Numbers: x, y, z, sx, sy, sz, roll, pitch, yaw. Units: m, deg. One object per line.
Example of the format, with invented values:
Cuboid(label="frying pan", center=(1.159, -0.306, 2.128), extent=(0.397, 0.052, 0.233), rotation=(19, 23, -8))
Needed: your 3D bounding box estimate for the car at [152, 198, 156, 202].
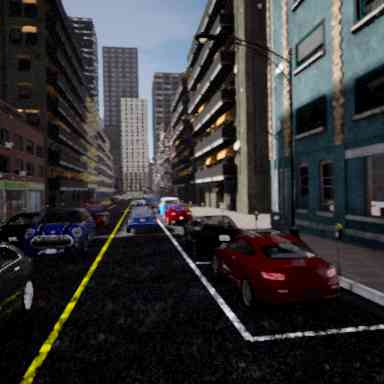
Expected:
Cuboid(label="car", center=(-2.843, 1.642, 34.848), extent=(1.947, 1.339, 4.313), rotation=(-2, 0, -9))

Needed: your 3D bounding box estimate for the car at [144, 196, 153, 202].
Cuboid(label="car", center=(-10.907, 1.845, 83.900), extent=(2.008, 1.369, 4.403), rotation=(-2, 0, -9))

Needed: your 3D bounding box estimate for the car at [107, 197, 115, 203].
Cuboid(label="car", center=(-15.567, 1.898, 60.585), extent=(1.752, 1.417, 4.829), rotation=(-2, 0, -9))

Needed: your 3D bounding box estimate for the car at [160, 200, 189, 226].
Cuboid(label="car", center=(-1.052, 1.576, 23.948), extent=(1.887, 1.381, 4.507), rotation=(-2, 0, -9))

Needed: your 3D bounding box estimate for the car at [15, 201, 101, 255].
Cuboid(label="car", center=(-5.232, 1.470, 13.722), extent=(2.097, 1.767, 4.553), rotation=(-1, 0, -9))

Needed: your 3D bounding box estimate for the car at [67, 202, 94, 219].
Cuboid(label="car", center=(-11.114, 1.800, 33.501), extent=(1.887, 1.381, 4.507), rotation=(-2, 0, -9))

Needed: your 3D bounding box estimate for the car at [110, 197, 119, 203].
Cuboid(label="car", center=(-19.177, 2.018, 82.553), extent=(1.887, 1.381, 4.507), rotation=(-2, 0, -9))

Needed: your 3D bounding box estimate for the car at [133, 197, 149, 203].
Cuboid(label="car", center=(-7.183, 1.778, 45.340), extent=(1.895, 1.301, 4.718), rotation=(-1, 0, -9))

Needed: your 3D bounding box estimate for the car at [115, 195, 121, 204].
Cuboid(label="car", center=(-18.280, 2.014, 77.102), extent=(1.947, 1.339, 4.313), rotation=(-2, 0, -9))

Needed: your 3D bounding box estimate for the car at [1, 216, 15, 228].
Cuboid(label="car", center=(-8.425, 1.754, 17.150), extent=(1.947, 1.339, 4.313), rotation=(-2, 0, -9))

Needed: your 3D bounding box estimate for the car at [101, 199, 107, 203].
Cuboid(label="car", center=(-12.904, 1.883, 44.401), extent=(1.802, 1.307, 4.206), rotation=(-2, 0, -9))

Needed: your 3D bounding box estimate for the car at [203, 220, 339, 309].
Cuboid(label="car", center=(1.637, 1.548, 7.597), extent=(1.802, 1.307, 4.206), rotation=(-2, 0, -9))

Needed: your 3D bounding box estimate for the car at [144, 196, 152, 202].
Cuboid(label="car", center=(-11.802, 1.870, 89.350), extent=(2.008, 1.369, 4.403), rotation=(-2, 0, -9))

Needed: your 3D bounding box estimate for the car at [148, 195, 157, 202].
Cuboid(label="car", center=(-5.560, 1.672, 51.366), extent=(1.752, 1.417, 4.829), rotation=(-2, 0, -9))

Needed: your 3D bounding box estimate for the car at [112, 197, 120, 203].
Cuboid(label="car", center=(-20.073, 2.043, 88.004), extent=(1.887, 1.381, 4.507), rotation=(-2, 0, -9))

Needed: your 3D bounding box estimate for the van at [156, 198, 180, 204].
Cuboid(label="van", center=(-1.954, 1.395, 29.398), extent=(1.690, 1.788, 3.998), rotation=(-2, 0, -9))

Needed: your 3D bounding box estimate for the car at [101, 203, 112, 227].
Cuboid(label="car", center=(-6.845, 1.721, 23.567), extent=(1.994, 1.385, 4.181), rotation=(-1, 0, -10))

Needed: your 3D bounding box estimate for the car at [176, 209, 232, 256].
Cuboid(label="car", center=(0.741, 1.553, 13.047), extent=(1.947, 1.339, 4.313), rotation=(-2, 0, -9))

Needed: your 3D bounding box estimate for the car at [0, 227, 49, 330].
Cuboid(label="car", center=(-3.772, 1.588, 4.812), extent=(1.837, 1.490, 4.892), rotation=(-1, 0, -9))

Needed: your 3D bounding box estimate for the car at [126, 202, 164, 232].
Cuboid(label="car", center=(-3.153, 1.623, 20.845), extent=(2.033, 1.411, 5.357), rotation=(-1, 0, -9))
